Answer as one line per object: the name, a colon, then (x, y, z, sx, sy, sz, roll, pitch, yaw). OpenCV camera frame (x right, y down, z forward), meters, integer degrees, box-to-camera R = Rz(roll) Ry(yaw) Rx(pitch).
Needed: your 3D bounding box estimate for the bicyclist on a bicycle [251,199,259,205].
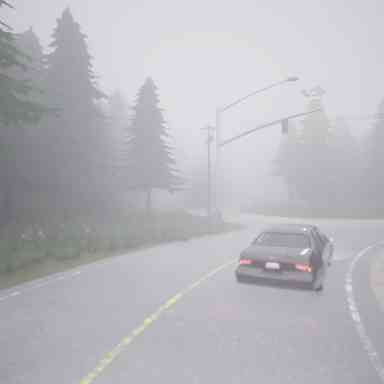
bicyclist on a bicycle: (7.580, 1.663, 39.881, 1.656, 1.620, 0.582, 0, 0, -3)

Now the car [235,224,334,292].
car: (2.778, 1.592, 9.201, 2.033, 1.411, 5.357, 0, 0, 26)

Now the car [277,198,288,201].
car: (17.925, 1.898, 65.545, 1.994, 1.385, 4.181, 0, 0, 44)
